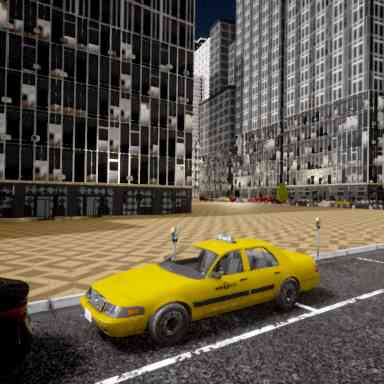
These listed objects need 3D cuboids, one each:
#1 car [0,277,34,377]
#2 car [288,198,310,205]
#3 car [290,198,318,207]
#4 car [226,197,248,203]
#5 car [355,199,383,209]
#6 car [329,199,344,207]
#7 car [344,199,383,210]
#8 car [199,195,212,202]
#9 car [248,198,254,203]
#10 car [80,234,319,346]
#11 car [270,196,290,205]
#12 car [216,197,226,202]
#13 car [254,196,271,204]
[{"bbox_3d":[-3.928,1.565,3.283,4.313,1.339,1.947,0,1,-36],"label":"car"},{"bbox_3d":[21.463,1.927,66.916,2.008,1.369,4.403,1,-1,-22],"label":"car"},{"bbox_3d":[18.391,1.716,53.568,2.008,1.369,4.403,1,-1,-22],"label":"car"},{"bbox_3d":[9.957,1.730,74.286,1.967,1.590,4.097,1,-1,-22],"label":"car"},{"bbox_3d":[27.793,1.833,51.372,2.008,1.369,4.403,1,-1,-22],"label":"car"},{"bbox_3d":[25.619,1.840,56.711,1.752,1.417,4.829,1,-1,-22],"label":"car"},{"bbox_3d":[22.609,1.653,43.210,2.008,1.369,4.403,1,-1,-22],"label":"car"},{"bbox_3d":[3.632,1.698,89.824,2.192,1.841,5.009,1,-1,-22],"label":"car"},{"bbox_3d":[15.133,2.052,82.460,1.802,1.307,4.206,1,-1,-22],"label":"car"},{"bbox_3d":[0.435,1.528,6.341,4.829,1.417,1.752,0,1,-35],"label":"car"},{"bbox_3d":[16.284,1.636,58.749,1.967,1.590,4.097,1,-1,-22],"label":"car"},{"bbox_3d":[7.911,1.845,79.306,1.752,1.417,4.829,1,-1,-22],"label":"car"},{"bbox_3d":[17.247,1.754,77.282,2.192,1.841,5.009,1,-1,-22],"label":"car"}]
